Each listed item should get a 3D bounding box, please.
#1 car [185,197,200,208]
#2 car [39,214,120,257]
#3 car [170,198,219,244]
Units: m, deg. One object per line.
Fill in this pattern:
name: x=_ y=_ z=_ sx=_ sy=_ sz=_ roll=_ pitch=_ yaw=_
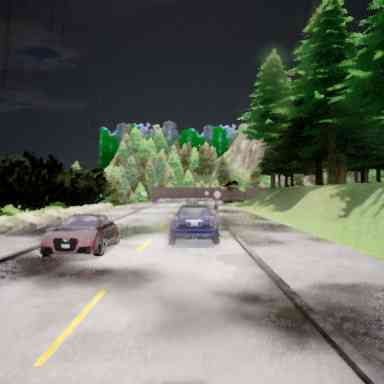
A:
car: x=0.091 y=1.505 z=48.584 sx=2.033 sy=1.411 sz=5.357 roll=0 pitch=0 yaw=0
car: x=-4.097 y=1.553 z=12.755 sx=1.994 sy=1.385 sz=4.181 roll=0 pitch=0 yaw=0
car: x=0.097 y=1.338 z=15.872 sx=2.097 sy=1.767 sz=4.553 roll=0 pitch=0 yaw=0
